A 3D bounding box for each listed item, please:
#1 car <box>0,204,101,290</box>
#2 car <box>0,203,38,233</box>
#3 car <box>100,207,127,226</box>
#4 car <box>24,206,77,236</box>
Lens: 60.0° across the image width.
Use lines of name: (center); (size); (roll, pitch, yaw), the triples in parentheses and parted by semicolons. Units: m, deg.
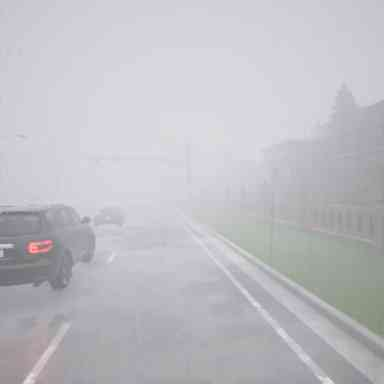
car: (-4.277, 1.367, 9.448); (2.150, 2.045, 5.566); (-2, 0, -6)
car: (-12.910, 1.790, 23.691); (2.097, 1.767, 4.553); (-2, 0, -6)
car: (-5.976, 1.772, 24.691); (1.994, 1.385, 4.181); (-2, 0, -6)
car: (-9.204, 1.818, 22.077); (1.837, 1.490, 4.892); (-2, 0, -6)
